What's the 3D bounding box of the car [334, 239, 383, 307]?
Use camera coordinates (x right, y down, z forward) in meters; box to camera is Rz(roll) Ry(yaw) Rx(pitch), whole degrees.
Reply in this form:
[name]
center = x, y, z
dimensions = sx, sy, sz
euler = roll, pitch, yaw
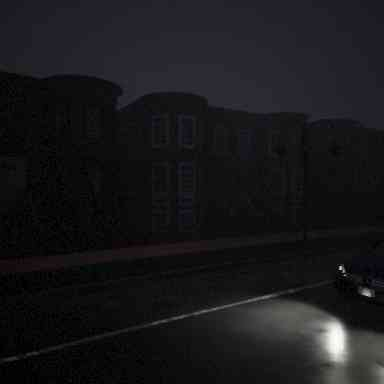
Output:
[car]
center = 5.082, 1.513, 7.125
dimensions = 4.674, 1.442, 1.812
euler = 0, 0, -32
